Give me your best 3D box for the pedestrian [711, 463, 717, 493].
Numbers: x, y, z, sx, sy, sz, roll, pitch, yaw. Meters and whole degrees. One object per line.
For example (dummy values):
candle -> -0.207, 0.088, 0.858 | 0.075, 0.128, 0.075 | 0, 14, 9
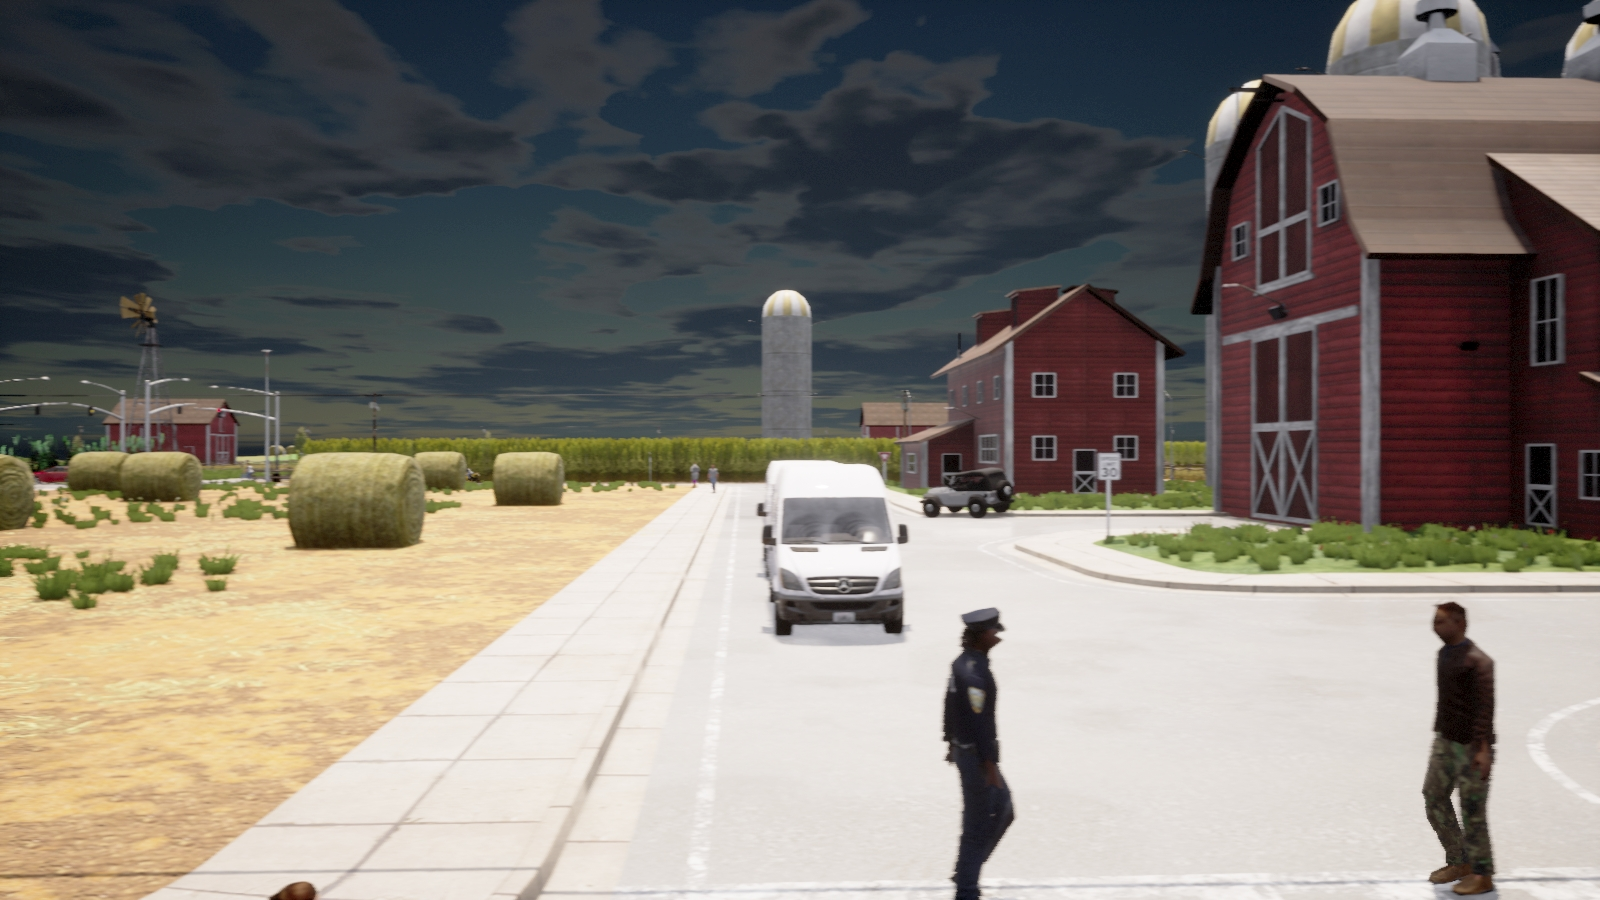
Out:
pedestrian -> -5.333, 1.730, 70.720 | 0.375, 1.860, 0.375 | 0, 0, -2

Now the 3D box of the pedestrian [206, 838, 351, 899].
pedestrian -> -2.067, 2.210, 4.561 | 0.500, 1.100, 0.500 | 0, 0, -23

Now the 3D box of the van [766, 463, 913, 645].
van -> 0.482, 1.522, 19.367 | 1.988, 2.561, 5.915 | 0, 0, -3

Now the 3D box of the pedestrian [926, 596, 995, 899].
pedestrian -> 0.955, 1.829, 6.835 | 0.375, 1.860, 0.375 | 0, 0, 2

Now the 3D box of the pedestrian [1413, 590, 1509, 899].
pedestrian -> 4.116, 1.830, 7.128 | 0.375, 1.860, 0.375 | 0, 0, -2
